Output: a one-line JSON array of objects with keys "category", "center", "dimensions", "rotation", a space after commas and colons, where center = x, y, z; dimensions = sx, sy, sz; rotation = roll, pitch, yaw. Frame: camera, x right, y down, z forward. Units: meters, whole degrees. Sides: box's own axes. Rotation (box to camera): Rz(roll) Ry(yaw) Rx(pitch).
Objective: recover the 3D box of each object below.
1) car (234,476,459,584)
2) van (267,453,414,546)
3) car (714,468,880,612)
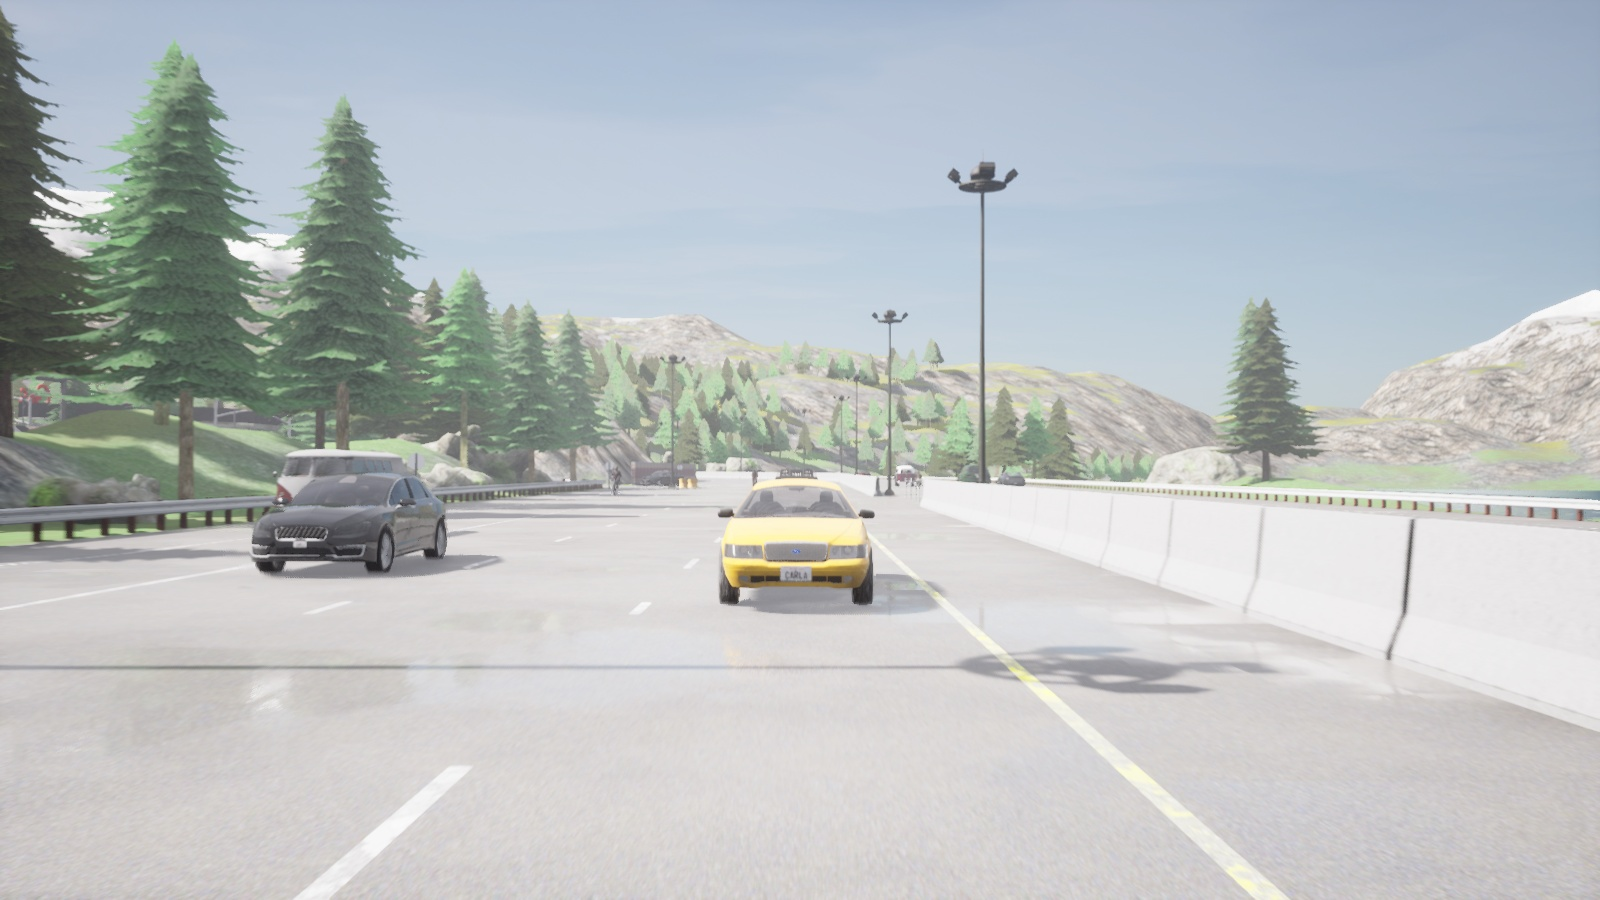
[{"category": "car", "center": [-7.049, 1.180, 20.130], "dimensions": [1.837, 1.490, 4.892], "rotation": [0, -1, 0]}, {"category": "van", "center": [-10.559, 1.092, 29.217], "dimensions": [1.775, 1.987, 4.442], "rotation": [0, -1, 0]}, {"category": "car", "center": [-0.040, 1.023, 16.423], "dimensions": [1.801, 1.575, 5.366], "rotation": [0, -1, 0]}]
